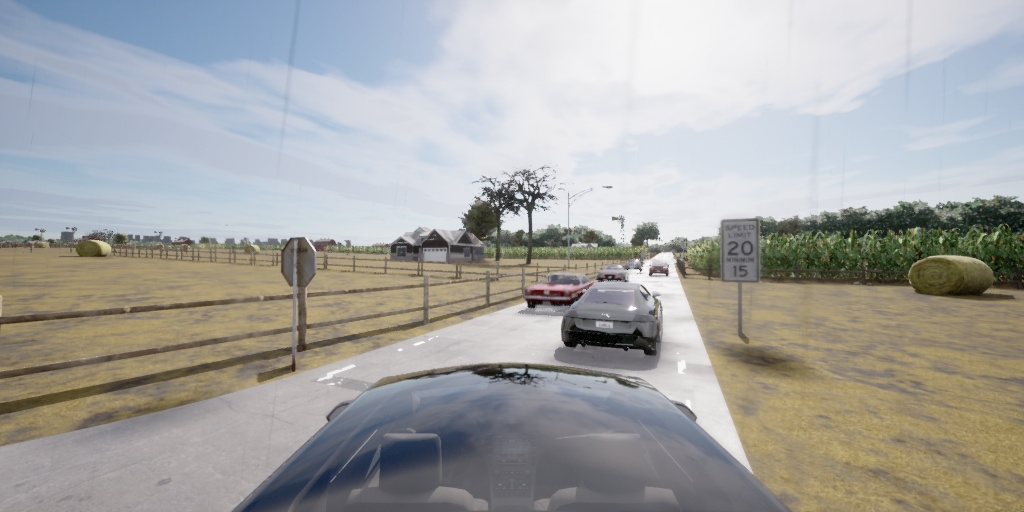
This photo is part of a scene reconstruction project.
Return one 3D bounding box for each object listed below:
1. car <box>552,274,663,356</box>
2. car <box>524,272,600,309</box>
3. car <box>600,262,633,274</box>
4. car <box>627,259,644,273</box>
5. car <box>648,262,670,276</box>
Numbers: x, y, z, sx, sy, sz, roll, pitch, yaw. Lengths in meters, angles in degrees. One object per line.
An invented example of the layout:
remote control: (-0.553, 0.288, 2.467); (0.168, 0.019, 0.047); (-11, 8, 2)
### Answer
car: (2.630, 1.326, 8.886); (1.994, 1.385, 4.181); (0, 0, 24)
car: (2.125, 1.383, 14.771); (1.895, 1.301, 4.718); (0, 0, 24)
car: (7.876, 1.370, 27.736); (1.994, 1.385, 4.181); (0, 0, 24)
car: (14.383, 1.073, 42.185); (2.128, 1.511, 4.902); (0, 0, 24)
car: (15.517, 1.341, 37.850); (1.812, 1.442, 4.674); (0, 0, 24)
